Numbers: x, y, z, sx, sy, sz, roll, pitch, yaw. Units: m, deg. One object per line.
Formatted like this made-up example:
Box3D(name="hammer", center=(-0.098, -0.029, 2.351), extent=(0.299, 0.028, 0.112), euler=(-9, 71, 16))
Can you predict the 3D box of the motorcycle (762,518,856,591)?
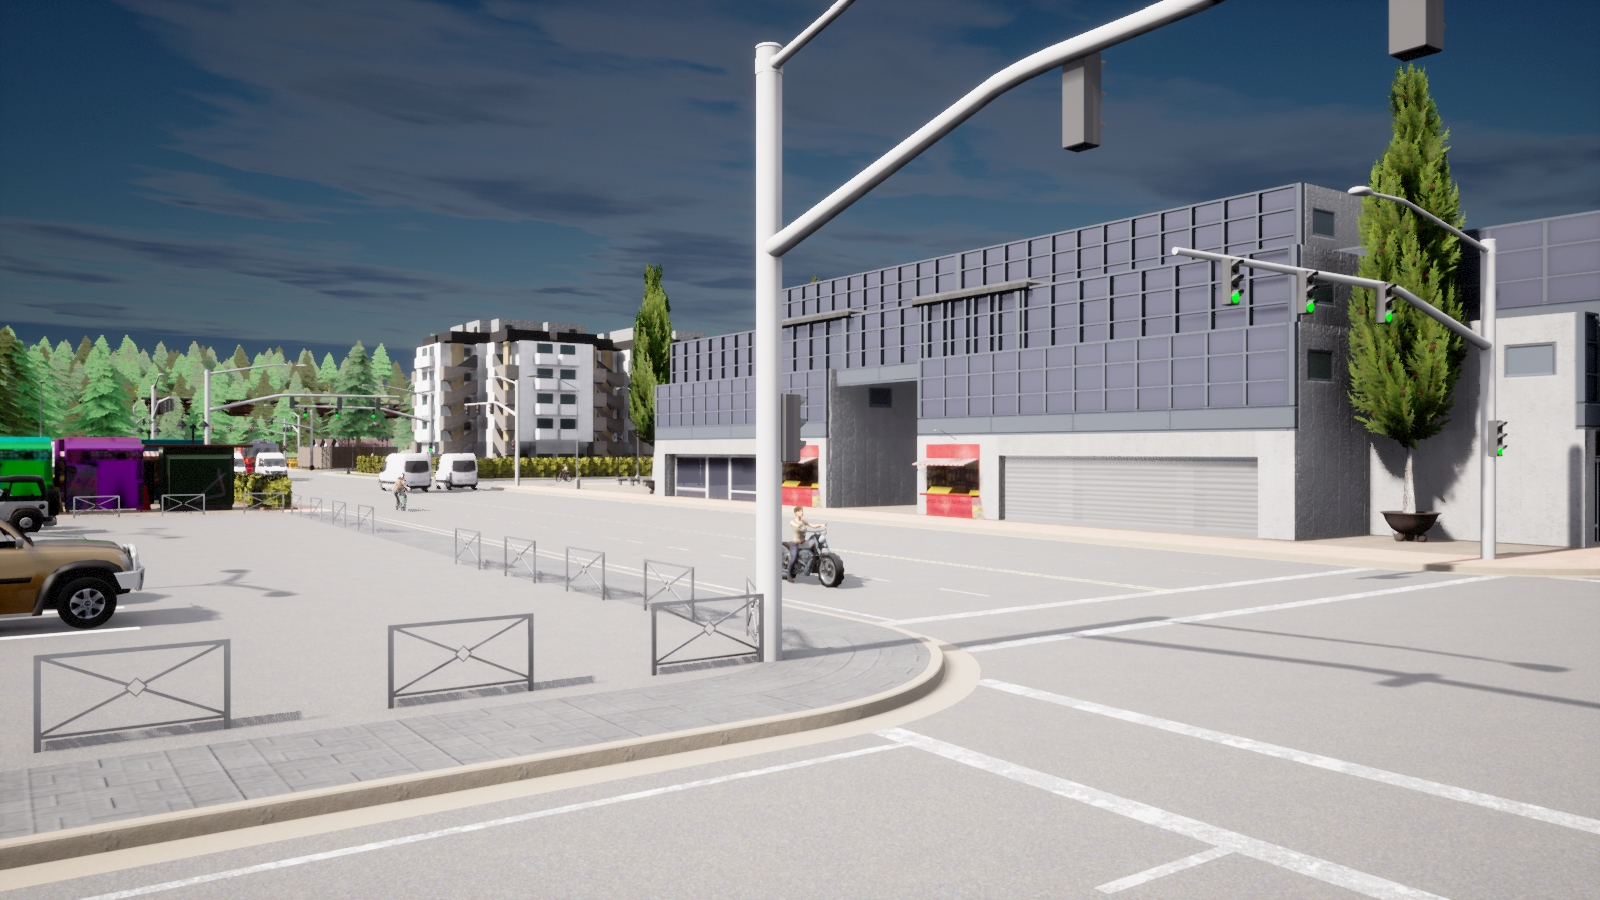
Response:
Box3D(name="motorcycle", center=(0.165, 2.155, 23.900), extent=(0.764, 1.307, 2.356), euler=(0, 0, -34))
